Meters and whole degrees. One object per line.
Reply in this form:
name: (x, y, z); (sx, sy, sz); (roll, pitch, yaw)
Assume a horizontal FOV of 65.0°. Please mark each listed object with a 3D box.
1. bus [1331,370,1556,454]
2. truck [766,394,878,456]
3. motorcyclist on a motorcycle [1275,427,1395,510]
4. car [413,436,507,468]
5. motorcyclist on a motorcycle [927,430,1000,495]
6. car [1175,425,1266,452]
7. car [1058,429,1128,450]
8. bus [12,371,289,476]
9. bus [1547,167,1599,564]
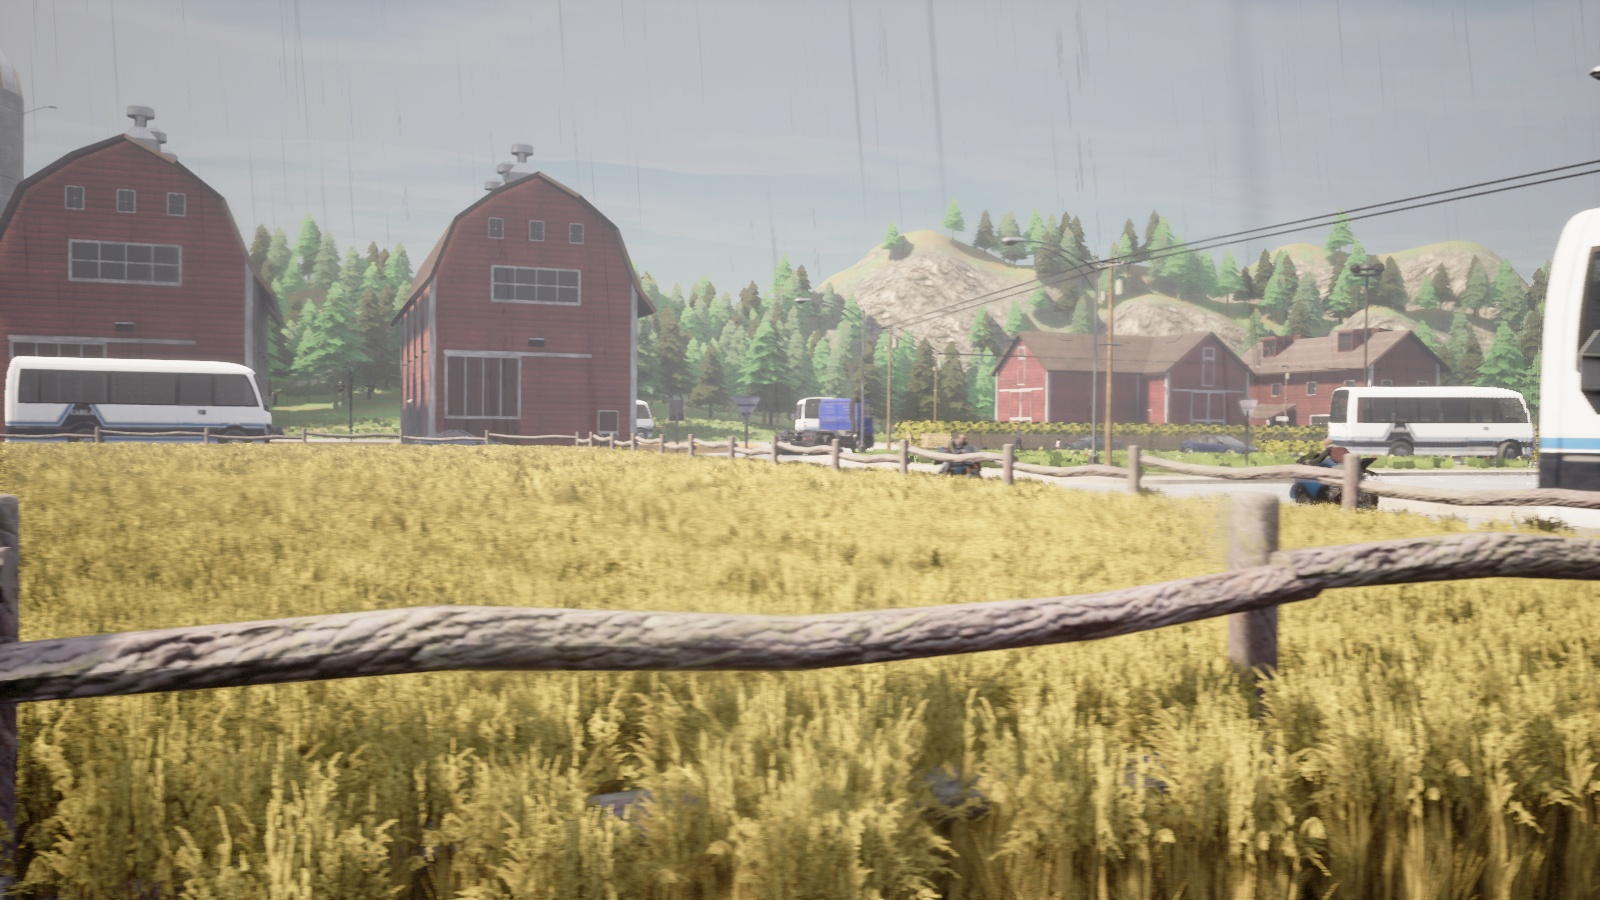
bus: (35.144, -2.082, 68.971); (10.273, 4.253, 3.944); (-1, 2, 4)
truck: (1.422, -1.476, 74.331); (2.891, 3.462, 7.936); (0, 1, 32)
motorcyclist on a motorcycle: (10.366, 0.323, 24.420); (0.866, 1.530, 2.191); (-1, 1, -21)
car: (-16.115, 0.069, 59.459); (4.181, 1.385, 1.994); (-1, 1, -18)
motorcyclist on a motorcycle: (4.036, 0.282, 31.178); (0.866, 1.530, 2.191); (-1, 1, -21)
car: (24.714, -0.673, 73.900); (2.163, 1.488, 4.792); (-1, 1, -32)
car: (19.900, -0.743, 85.306); (4.181, 1.385, 1.994); (-1, 1, -21)
bus: (-27.796, -1.164, 54.504); (10.273, 4.253, 3.944); (-1, 1, -23)
bus: (12.595, -0.887, 10.520); (3.944, 4.253, 10.273); (-1, 1, -30)
